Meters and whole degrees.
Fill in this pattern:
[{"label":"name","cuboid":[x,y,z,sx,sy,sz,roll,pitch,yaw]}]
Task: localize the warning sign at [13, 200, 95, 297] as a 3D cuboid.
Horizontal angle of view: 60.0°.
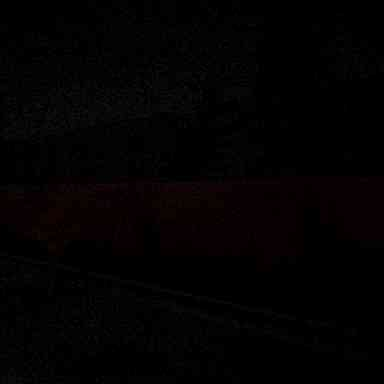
[{"label":"warning sign","cuboid":[-3.003,1.114,7.301,1.060,1.860,1.300,0,0,36]}]
